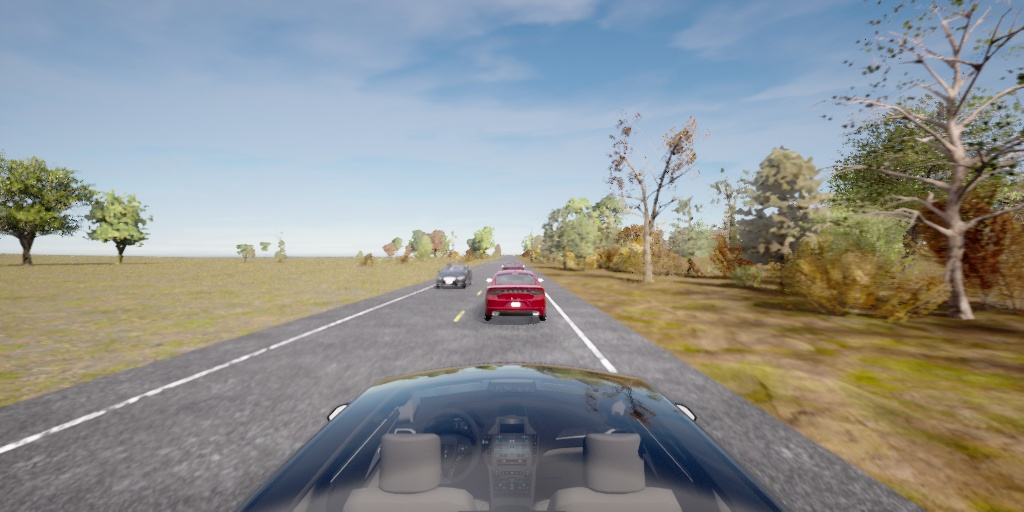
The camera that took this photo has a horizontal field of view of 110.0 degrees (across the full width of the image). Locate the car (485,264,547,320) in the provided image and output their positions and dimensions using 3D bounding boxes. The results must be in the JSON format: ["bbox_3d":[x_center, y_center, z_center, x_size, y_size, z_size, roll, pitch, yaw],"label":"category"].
[{"bbox_3d":[0.106,1.226,12.678,1.882,1.535,5.008,0,0,0],"label":"car"}]

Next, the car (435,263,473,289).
[{"bbox_3d":[-3.590,1.234,22.955,2.128,1.511,4.902,0,0,0],"label":"car"}]

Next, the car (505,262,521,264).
[{"bbox_3d":[0.112,1.213,31.052,1.882,1.535,5.008,0,0,0],"label":"car"}]
